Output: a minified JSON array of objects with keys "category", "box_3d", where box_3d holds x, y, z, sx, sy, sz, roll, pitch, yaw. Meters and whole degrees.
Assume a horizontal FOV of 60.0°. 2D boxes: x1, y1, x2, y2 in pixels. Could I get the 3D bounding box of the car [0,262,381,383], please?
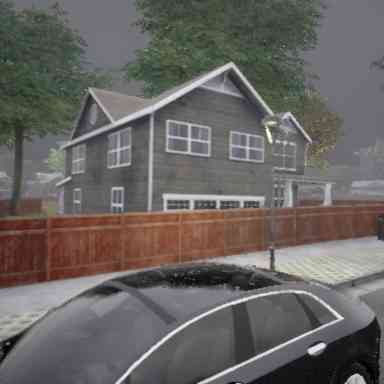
[{"category":"car","box_3d":[-0.225,1.509,2.896,4.892,1.490,1.837,0,0,-35]}]
